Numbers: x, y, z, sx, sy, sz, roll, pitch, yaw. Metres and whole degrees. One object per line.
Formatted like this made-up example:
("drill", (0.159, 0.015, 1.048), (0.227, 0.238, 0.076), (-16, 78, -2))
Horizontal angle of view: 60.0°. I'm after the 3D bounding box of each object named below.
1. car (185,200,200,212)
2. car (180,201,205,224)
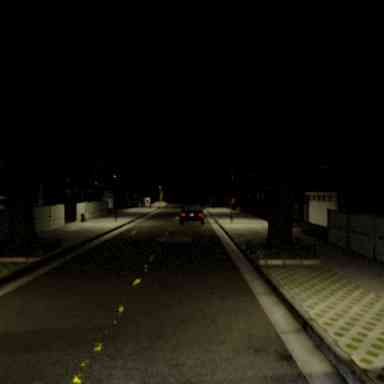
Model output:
("car", (0.083, 1.776, 43.145), (1.895, 1.301, 4.718), (0, 0, 0))
("car", (0.027, 1.626, 25.389), (2.033, 1.411, 5.357), (0, 0, 1))
